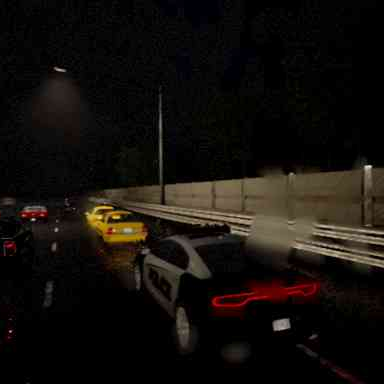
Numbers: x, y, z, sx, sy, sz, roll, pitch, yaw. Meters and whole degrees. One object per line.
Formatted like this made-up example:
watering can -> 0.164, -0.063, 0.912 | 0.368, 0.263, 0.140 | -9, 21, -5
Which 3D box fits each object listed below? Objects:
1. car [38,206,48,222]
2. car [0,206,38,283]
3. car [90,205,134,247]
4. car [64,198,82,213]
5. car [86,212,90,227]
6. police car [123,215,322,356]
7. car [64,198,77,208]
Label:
car -> -12.975, 1.828, 27.596 | 1.895, 1.301, 4.718 | -1, 0, -22
car -> -5.915, 1.465, 9.742 | 2.097, 1.767, 4.553 | -1, 0, -22
car -> -3.556, 1.565, 15.886 | 1.801, 1.575, 5.366 | -1, 0, -22
car -> -14.660, 1.723, 41.143 | 2.128, 1.511, 4.902 | -1, 0, -21
car -> -5.764, 1.603, 21.465 | 1.801, 1.575, 5.366 | -1, 0, -22
police car -> 0.153, 1.455, 6.515 | 1.930, 1.638, 5.238 | -1, 0, -22
car -> -19.675, 1.762, 53.756 | 1.837, 1.490, 4.892 | -1, 0, -22
